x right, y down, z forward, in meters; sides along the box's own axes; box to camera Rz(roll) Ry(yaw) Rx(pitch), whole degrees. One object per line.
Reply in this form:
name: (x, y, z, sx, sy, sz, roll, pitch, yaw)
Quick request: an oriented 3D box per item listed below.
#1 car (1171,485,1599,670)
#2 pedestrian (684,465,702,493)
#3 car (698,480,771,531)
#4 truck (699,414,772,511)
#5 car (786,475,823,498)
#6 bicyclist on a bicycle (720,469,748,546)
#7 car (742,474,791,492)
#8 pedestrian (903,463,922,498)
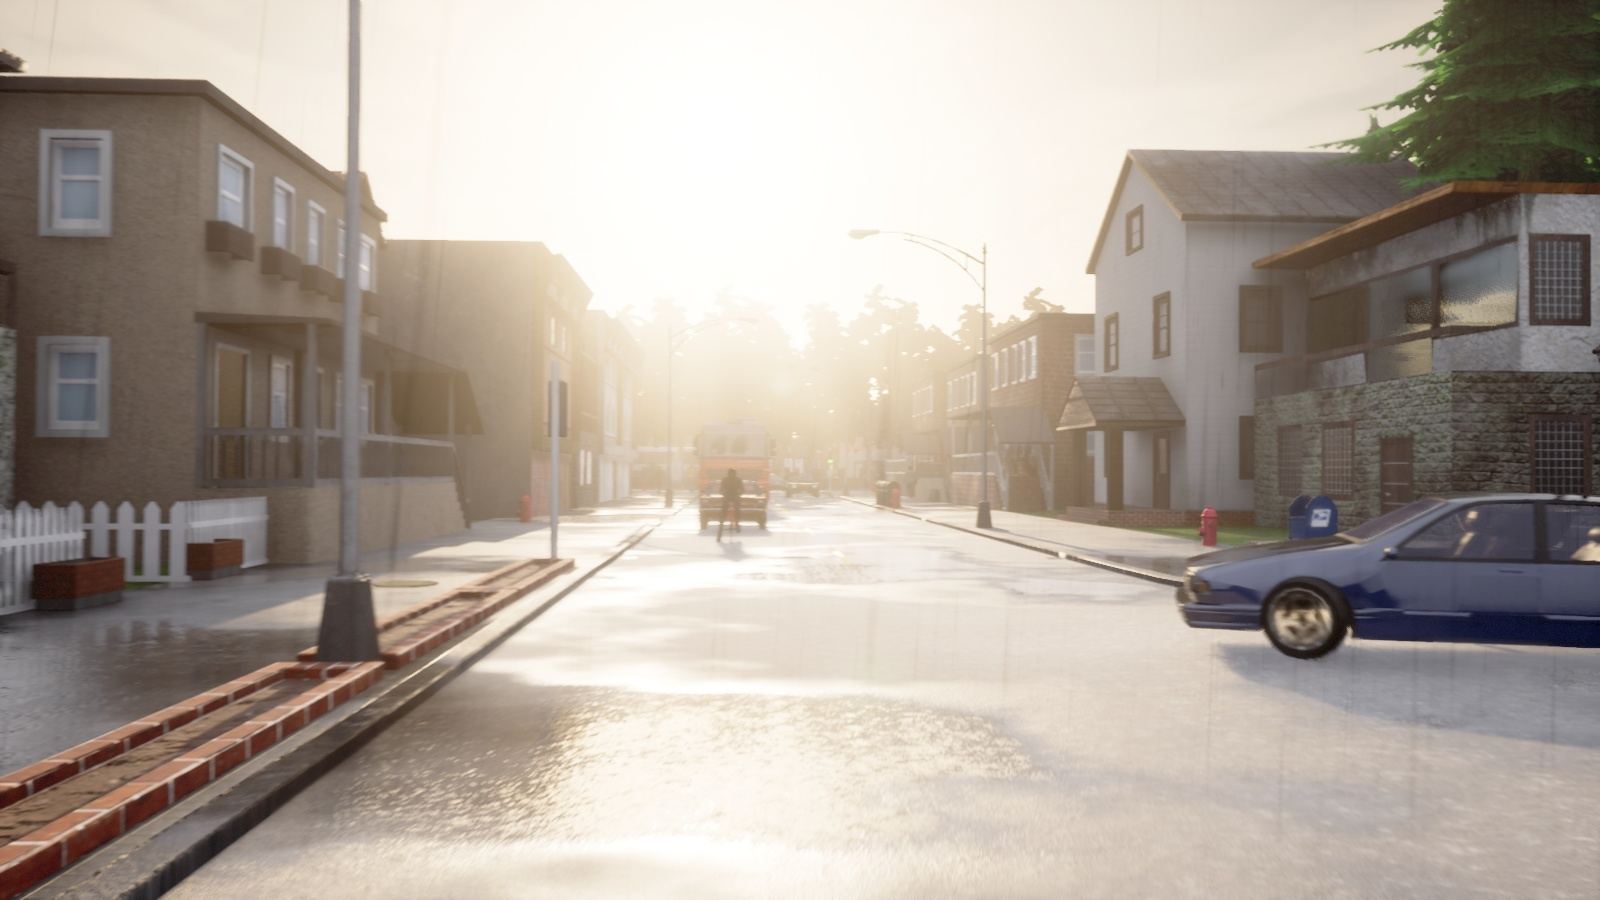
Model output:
car: (6.025, 1.024, 10.898, 5.357, 1.411, 2.033, 0, -1, 16)
pedestrian: (-7.223, 1.970, 84.797, 0.874, 1.855, 0.900, -1, -1, 32)
car: (-1.814, 1.510, 35.131, 1.895, 1.301, 4.718, 0, -1, -3)
truck: (-2.754, 0.565, 54.072, 2.891, 3.827, 8.468, 0, -1, -3)
car: (0.235, 2.166, 74.694, 1.895, 1.301, 4.718, 0, -1, -3)
bicyclist on a bicycle: (-1.447, 1.232, 27.411, 0.582, 1.620, 1.656, 0, -1, -3)
car: (-2.597, 2.499, 96.199, 1.994, 1.385, 4.181, 0, -1, -30)
pedestrian: (5.994, 1.628, 67.084, 0.874, 1.855, 0.900, 0, -1, -4)
